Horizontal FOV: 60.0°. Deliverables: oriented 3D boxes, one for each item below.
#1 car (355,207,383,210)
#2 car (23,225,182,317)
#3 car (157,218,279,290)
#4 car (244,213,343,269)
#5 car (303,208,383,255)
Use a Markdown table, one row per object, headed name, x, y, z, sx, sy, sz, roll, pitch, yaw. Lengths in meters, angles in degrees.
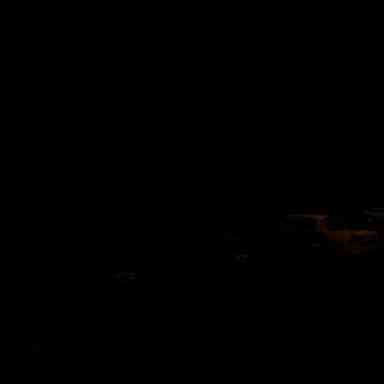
| name | x | y | z | sx | sy | sz | roll | pitch | yaw |
| --- | --- | --- | --- | --- | --- | --- | --- | --- | --- |
| car | 6.543 | 1.488 | 14.110 | 2.231 | 1.521 | 4.892 | 0 | 0 | -36 |
| car | -2.516 | 1.511 | 7.688 | 2.163 | 1.488 | 4.792 | 0 | 0 | -36 |
| car | -0.256 | 1.512 | 9.301 | 2.163 | 1.488 | 4.792 | 0 | 0 | -36 |
| car | 2.003 | 1.514 | 10.914 | 2.163 | 1.488 | 4.792 | 0 | 0 | -36 |
| car | 4.172 | 1.482 | 12.654 | 1.946 | 1.575 | 5.366 | 0 | 0 | -36 |
